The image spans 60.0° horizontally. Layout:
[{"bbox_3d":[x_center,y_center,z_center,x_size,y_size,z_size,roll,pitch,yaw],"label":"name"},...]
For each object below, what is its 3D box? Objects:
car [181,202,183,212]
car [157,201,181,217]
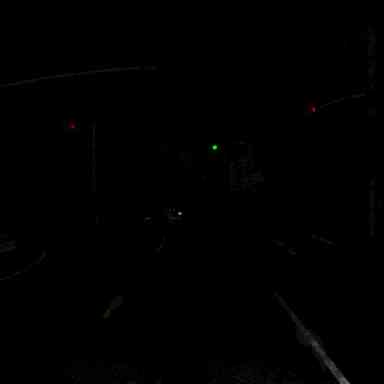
[{"bbox_3d":[-2.229,2.040,48.000,2.033,1.411,5.357,0,0,2],"label":"car"},{"bbox_3d":[-2.586,1.874,36.179,1.837,1.490,4.892,0,-1,2],"label":"car"}]
